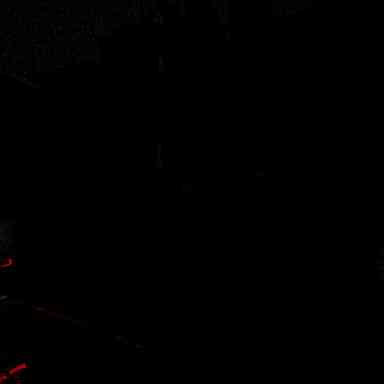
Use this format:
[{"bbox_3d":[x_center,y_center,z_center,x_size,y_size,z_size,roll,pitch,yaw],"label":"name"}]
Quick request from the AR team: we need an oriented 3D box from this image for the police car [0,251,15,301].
[{"bbox_3d":[-5.774,1.421,7.006,5.238,1.638,1.930,0,0,35],"label":"police car"}]

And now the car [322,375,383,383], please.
[{"bbox_3d":[2.425,1.552,1.075,4.403,1.369,2.008,0,1,35],"label":"car"}]
